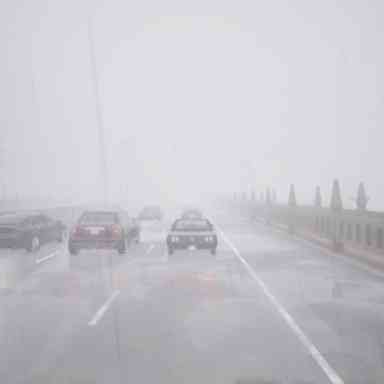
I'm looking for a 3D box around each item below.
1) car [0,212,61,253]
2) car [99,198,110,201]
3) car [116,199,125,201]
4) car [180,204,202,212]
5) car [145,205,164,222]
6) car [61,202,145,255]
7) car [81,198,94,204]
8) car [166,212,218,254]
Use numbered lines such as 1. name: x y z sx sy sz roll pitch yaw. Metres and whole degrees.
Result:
1. car: -6.993 1.642 14.296 1.837 1.490 4.892 0 0 0
2. car: -18.711 2.162 71.066 1.837 1.490 4.892 0 -1 -2
3. car: -15.212 2.215 71.166 1.994 1.385 4.181 0 -1 -2
4. car: -0.057 1.802 29.566 1.812 1.442 4.674 0 0 -1
5. car: -3.556 1.839 29.447 1.994 1.385 4.181 0 0 -1
6. car: -3.494 1.482 14.080 2.097 1.767 4.553 0 -1 0
7. car: -22.209 2.161 70.966 1.837 1.490 4.892 0 -1 -2
8. car: 0.005 1.733 14.101 1.895 1.301 4.718 0 0 0
